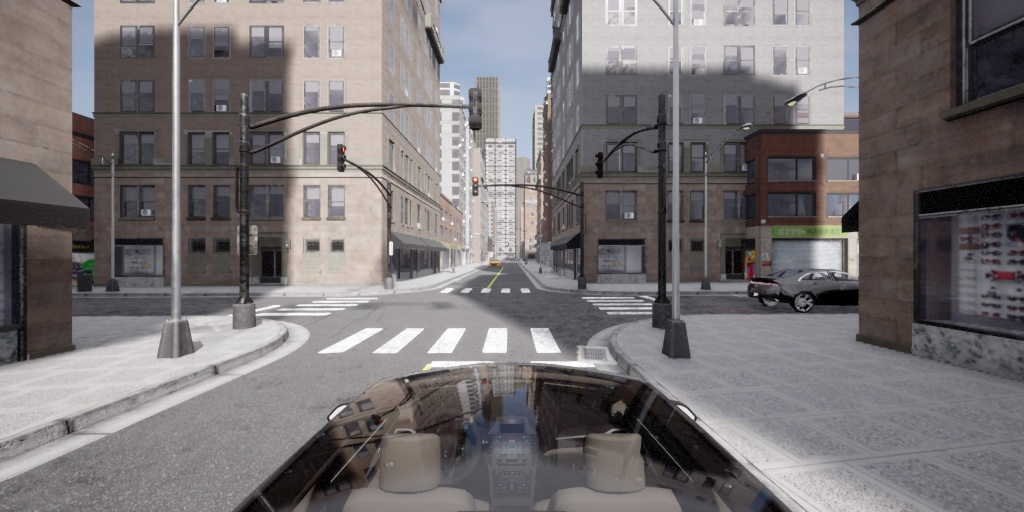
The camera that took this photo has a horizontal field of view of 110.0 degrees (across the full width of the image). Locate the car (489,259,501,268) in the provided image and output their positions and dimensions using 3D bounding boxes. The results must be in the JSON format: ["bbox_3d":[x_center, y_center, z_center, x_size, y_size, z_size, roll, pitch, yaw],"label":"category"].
[{"bbox_3d":[-2.995,1.207,62.919,1.882,1.535,5.008,0,0,0],"label":"car"}]

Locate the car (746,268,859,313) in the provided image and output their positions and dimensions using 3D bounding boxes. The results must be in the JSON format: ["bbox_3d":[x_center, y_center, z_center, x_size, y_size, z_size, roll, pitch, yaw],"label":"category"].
[{"bbox_3d":[11.428,1.209,13.234,4.902,1.511,2.128,0,0,0],"label":"car"}]
